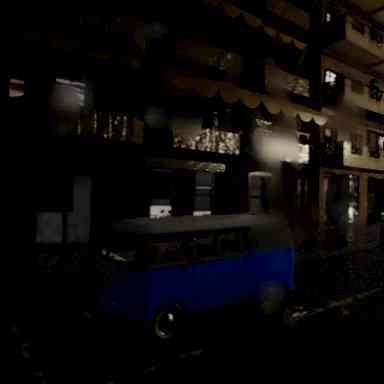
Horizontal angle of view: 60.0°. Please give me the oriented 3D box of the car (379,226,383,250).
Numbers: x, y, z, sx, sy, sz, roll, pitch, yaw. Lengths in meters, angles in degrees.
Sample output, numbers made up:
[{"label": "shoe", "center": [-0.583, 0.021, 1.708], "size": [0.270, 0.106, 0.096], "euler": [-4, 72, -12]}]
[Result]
[{"label": "car", "center": [9.164, 1.356, 12.607], "size": [5.009, 1.841, 2.192], "euler": [0, 1, -35]}]

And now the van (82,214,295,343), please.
[{"label": "van", "center": [0.160, 1.351, 6.183], "size": [3.998, 1.788, 1.690], "euler": [0, 1, -35]}]
